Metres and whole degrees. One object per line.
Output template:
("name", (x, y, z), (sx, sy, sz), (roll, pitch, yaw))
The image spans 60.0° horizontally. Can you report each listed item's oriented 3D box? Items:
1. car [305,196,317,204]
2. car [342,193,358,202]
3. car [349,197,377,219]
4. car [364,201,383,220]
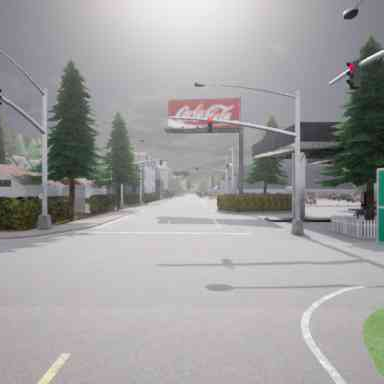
("car", (22.532, 1.551, 64.012), (1.970, 1.475, 3.806), (0, 0, 0))
("car", (34.940, 1.488, 71.797), (2.007, 1.523, 4.514), (0, 0, 0))
("car", (14.379, 1.504, 24.949), (3.866, 1.878, 1.905), (0, 0, 0))
("car", (18.709, 1.671, 30.617), (4.611, 1.667, 2.242), (0, 0, 0))
